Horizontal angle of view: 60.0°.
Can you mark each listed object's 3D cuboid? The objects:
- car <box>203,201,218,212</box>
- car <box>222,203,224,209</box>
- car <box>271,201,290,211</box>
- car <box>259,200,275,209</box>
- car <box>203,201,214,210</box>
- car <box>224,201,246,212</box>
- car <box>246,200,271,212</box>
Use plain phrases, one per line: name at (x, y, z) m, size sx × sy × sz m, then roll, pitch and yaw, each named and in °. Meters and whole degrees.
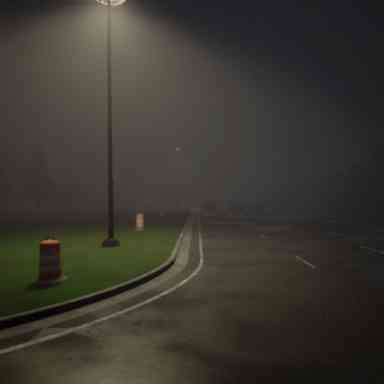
car at (2.844, 2.243, 49.700) m, size 2.128 × 1.511 × 4.902 m, roll -1°, pitch -1°, yaw 2°
car at (6.479, 2.365, 59.892) m, size 1.837 × 1.490 × 4.892 m, roll -1°, pitch -1°, yaw 1°
car at (13.349, 2.129, 49.741) m, size 1.812 × 1.442 × 4.674 m, roll -1°, pitch -1°, yaw 2°
car at (13.477, 2.264, 59.768) m, size 1.837 × 1.490 × 4.892 m, roll -1°, pitch -1°, yaw 1°
car at (2.980, 2.416, 59.955) m, size 1.837 × 1.490 × 4.892 m, roll -1°, pitch -1°, yaw 1°
car at (6.341, 2.190, 49.514) m, size 2.128 × 1.511 × 4.902 m, roll -1°, pitch -1°, yaw 2°
car at (9.839, 2.195, 49.442) m, size 2.033 × 1.411 × 5.357 m, roll -1°, pitch -1°, yaw 2°
